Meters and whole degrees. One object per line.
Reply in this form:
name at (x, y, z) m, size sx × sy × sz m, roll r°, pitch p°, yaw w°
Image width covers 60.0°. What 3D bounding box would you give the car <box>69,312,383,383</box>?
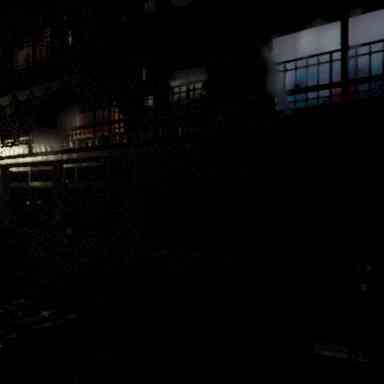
car at (0.862, 1.579, 2.260) m, size 4.206 × 1.307 × 1.802 m, roll 0°, pitch 0°, yaw 36°
